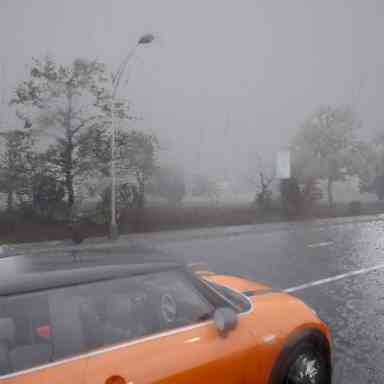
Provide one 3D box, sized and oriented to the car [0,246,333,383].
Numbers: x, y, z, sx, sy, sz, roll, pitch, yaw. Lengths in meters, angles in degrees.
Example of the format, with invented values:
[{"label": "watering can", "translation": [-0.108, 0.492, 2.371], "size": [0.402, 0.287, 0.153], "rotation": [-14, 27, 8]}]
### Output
[{"label": "car", "translation": [-0.640, 1.352, 3.286], "size": [4.553, 1.767, 2.097], "rotation": [0, 0, -35]}]
